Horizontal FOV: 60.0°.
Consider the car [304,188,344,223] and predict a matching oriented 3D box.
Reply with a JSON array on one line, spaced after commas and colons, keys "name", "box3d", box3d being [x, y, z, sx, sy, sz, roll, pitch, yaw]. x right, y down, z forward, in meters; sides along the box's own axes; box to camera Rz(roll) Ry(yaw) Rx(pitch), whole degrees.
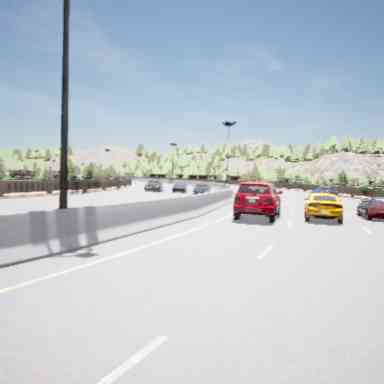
[{"name": "car", "box3d": [7.638, 0.814, 19.435, 1.882, 1.535, 5.008, 3, 3, 18]}]

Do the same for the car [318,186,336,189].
[{"name": "car", "box3d": [15.358, 0.069, 38.420, 2.097, 1.767, 4.553, 2, 3, 7]}]

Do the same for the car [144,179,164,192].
[{"name": "car", "box3d": [-5.160, -0.926, 45.624, 2.097, 1.767, 4.553, 2, 3, 3]}]

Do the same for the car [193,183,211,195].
[{"name": "car", "box3d": [1.243, -0.285, 39.509, 1.837, 1.490, 4.892, 2, 3, 7]}]

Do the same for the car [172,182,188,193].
[{"name": "car", "box3d": [-1.605, -0.623, 45.834, 2.033, 1.411, 5.357, 2, 3, 4]}]

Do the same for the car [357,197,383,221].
[{"name": "car", "box3d": [11.606, 0.976, 20.601, 1.994, 1.385, 4.181, 3, 3, 17]}]

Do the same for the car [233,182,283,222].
[{"name": "car", "box3d": [3.837, 0.457, 18.939, 2.150, 2.045, 5.566, 3, 3, 19]}]
